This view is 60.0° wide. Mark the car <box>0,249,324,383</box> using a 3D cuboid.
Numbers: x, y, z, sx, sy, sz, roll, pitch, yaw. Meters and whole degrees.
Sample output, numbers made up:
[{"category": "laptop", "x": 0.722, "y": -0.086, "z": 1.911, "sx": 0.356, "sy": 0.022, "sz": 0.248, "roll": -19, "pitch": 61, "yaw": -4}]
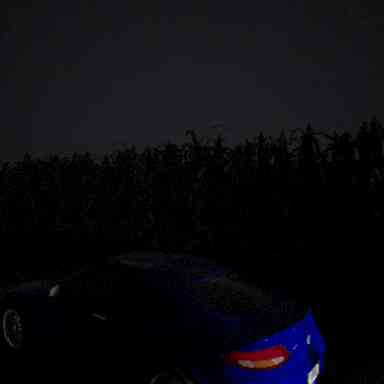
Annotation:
[{"category": "car", "x": -0.729, "y": 1.534, "z": 4.485, "sx": 4.674, "sy": 1.442, "sz": 1.812, "roll": 0, "pitch": 0, "yaw": 36}]
